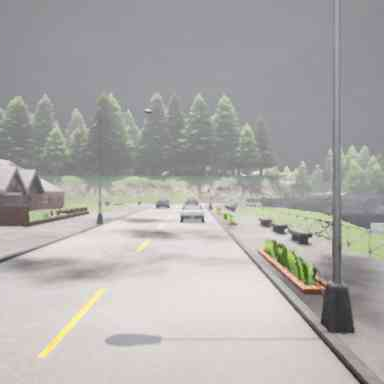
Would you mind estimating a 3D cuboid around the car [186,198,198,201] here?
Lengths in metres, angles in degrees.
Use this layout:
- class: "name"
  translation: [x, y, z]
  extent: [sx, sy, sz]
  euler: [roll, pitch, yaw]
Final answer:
- class: "car"
  translation: [-0.029, 1.604, 54.094]
  extent: [1.994, 1.385, 4.181]
  euler: [0, 0, -1]

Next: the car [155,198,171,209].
- class: "car"
  translation: [-4.021, 1.582, 46.823]
  extent: [2.033, 1.411, 5.357]
  euler: [0, 0, 0]

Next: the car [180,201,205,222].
- class: "car"
  translation: [0.046, 1.621, 26.841]
  extent: [1.895, 1.301, 4.718]
  euler: [0, 0, 0]
